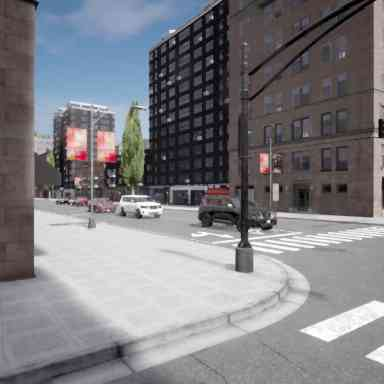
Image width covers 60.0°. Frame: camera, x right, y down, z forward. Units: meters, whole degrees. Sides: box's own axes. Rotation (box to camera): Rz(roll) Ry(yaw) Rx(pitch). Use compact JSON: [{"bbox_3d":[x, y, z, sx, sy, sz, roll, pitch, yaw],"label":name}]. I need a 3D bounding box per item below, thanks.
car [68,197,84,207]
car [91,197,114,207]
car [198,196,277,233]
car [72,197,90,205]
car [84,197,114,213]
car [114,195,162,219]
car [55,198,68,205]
[{"bbox_3d":[-18.942,1.743,56.300,1.812,1.442,4.674,0,0,-36],"label":"car"},{"bbox_3d":[-15.311,1.709,56.819,2.128,1.511,4.902,0,0,-36],"label":"car"},{"bbox_3d":[2.605,1.272,20.573,2.150,2.045,5.566,0,0,-36],"label":"car"},{"bbox_3d":[-22.136,1.749,66.269,2.128,1.511,4.902,0,0,-36],"label":"car"},{"bbox_3d":[-10.601,1.492,38.878,2.097,1.767,4.553,0,0,-36],"label":"car"},{"bbox_3d":[-4.903,1.325,30.972,2.150,2.045,5.566,0,0,-36],"label":"car"},{"bbox_3d":[-25.310,1.857,65.113,1.895,1.301,4.718,0,0,-36],"label":"car"}]
